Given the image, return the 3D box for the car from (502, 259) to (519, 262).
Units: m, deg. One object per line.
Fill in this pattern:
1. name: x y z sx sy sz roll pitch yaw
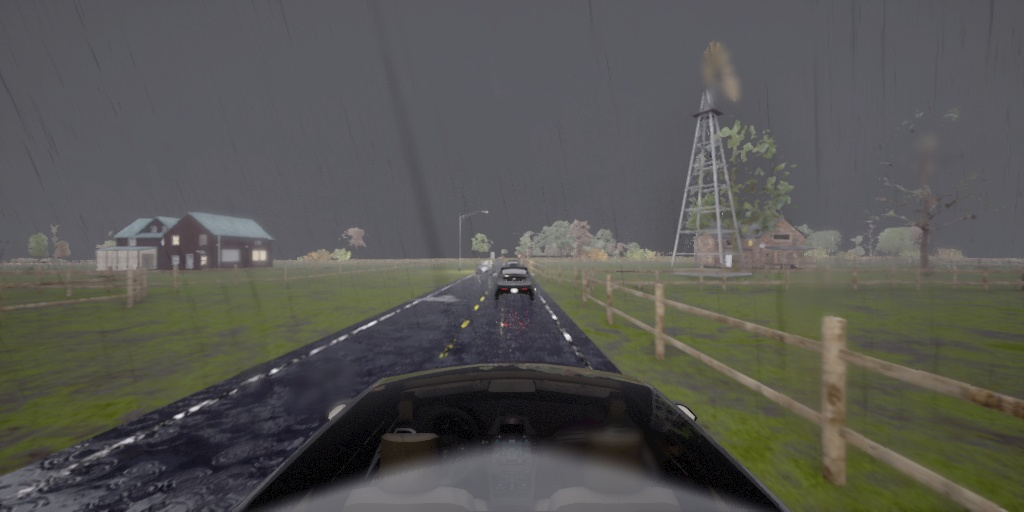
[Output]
1. car: 0.107 1.236 40.330 1.837 1.490 4.892 0 0 0

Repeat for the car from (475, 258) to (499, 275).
1. car: -2.829 1.223 38.893 2.128 1.511 4.902 0 0 0

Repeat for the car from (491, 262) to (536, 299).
1. car: 0.103 1.249 17.909 1.837 1.490 4.892 0 0 0
